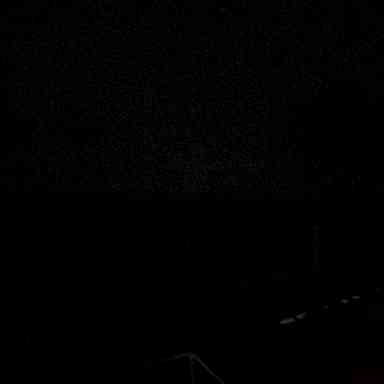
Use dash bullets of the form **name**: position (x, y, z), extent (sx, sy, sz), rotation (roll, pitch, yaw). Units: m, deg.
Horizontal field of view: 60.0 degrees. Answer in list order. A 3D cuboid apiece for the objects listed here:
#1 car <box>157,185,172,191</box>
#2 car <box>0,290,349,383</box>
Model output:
- **car**: position (-7.059, -1.001, 84.095), extent (2.033, 1.411, 5.357), rotation (3, 0, -35)
- **car**: position (-0.996, 1.603, 2.359), extent (4.718, 1.301, 1.895), rotation (0, 0, -35)
